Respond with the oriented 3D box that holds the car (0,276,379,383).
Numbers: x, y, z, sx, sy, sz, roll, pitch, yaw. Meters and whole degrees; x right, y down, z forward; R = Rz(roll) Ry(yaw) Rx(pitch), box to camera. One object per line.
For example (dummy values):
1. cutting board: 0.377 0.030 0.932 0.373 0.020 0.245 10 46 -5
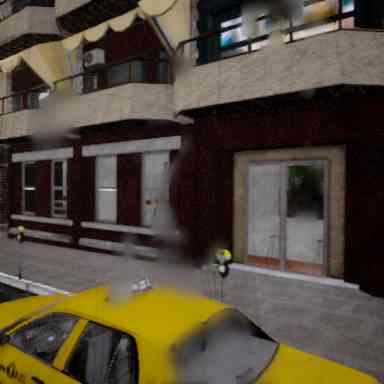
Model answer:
1. car: -0.790 1.525 3.273 4.829 1.417 1.752 0 1 36
